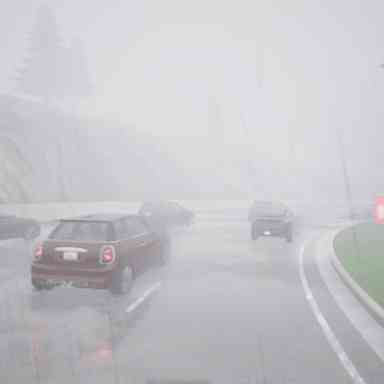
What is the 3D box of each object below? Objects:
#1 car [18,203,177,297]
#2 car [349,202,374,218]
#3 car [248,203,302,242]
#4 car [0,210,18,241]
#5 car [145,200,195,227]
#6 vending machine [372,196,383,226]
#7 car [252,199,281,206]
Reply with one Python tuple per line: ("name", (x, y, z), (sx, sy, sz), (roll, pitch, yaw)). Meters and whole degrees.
("car", (-2.057, 1.332, 8.888), (2.097, 1.767, 4.553), (1, 0, 12))
("car", (16.769, 1.687, 31.681), (4.674, 1.442, 1.812), (1, 0, -38))
("car", (4.306, 1.546, 16.719), (1.837, 1.490, 4.892), (0, 0, 25))
("car", (-8.310, 1.412, 13.457), (2.128, 1.511, 4.902), (0, 0, 16))
("car", (-1.558, 1.337, 20.397), (2.097, 1.767, 4.553), (1, 0, 25))
("vending machine", (13.698, 1.327, 23.928), (1.100, 2.100, 0.880), (1, 0, 42))
("car", (6.245, 1.412, 26.231), (2.097, 1.767, 4.553), (1, 0, 37))
